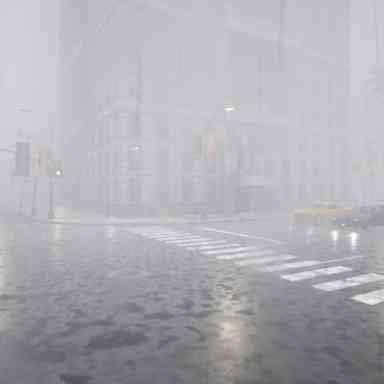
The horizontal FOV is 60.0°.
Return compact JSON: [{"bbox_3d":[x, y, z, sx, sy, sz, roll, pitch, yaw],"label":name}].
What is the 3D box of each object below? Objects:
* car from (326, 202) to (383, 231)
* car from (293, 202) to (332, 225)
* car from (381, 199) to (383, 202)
[{"bbox_3d":[11.198,1.547,20.940,5.357,1.411,2.033,0,0,-31],"label":"car"},{"bbox_3d":[9.438,1.477,23.961,5.008,1.535,1.882,0,0,-31],"label":"car"},{"bbox_3d":[18.223,1.220,29.101,5.566,2.045,2.150,0,0,-30],"label":"car"}]
